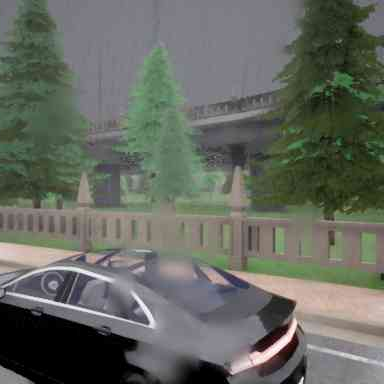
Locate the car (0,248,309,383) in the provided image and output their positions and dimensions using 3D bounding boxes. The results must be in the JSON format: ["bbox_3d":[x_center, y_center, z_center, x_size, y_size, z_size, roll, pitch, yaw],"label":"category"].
[{"bbox_3d":[-1.117,1.491,4.203,4.902,1.511,2.128,0,0,33],"label":"car"}]
